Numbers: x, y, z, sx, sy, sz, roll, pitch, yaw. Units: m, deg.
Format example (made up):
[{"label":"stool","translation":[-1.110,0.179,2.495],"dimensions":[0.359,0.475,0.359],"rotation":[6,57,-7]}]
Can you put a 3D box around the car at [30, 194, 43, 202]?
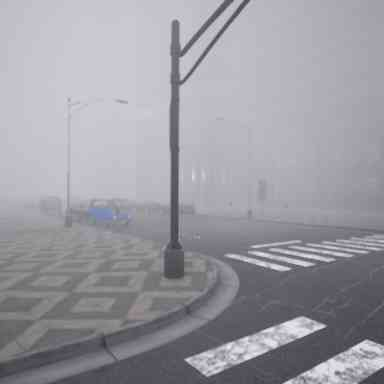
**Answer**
[{"label":"car","translation":[-39.712,1.554,84.828],"dimensions":[2.192,1.841,5.009],"rotation":[0,0,-35]}]

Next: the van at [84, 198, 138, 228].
[{"label":"van","translation":[-5.237,1.247,21.257],"dimensions":[1.690,1.788,3.998],"rotation":[0,0,-35]}]

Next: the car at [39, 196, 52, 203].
[{"label":"car","translation":[-33.331,1.636,75.806],"dimensions":[1.967,1.590,4.097],"rotation":[0,0,-35]}]

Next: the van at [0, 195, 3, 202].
[{"label":"van","translation":[-46.684,1.526,79.915],"dimensions":[1.690,1.788,3.998],"rotation":[0,0,-35]}]

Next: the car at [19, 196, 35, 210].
[{"label":"car","translation":[-21.178,1.593,43.817],"dimensions":[1.802,1.307,4.206],"rotation":[0,0,-35]}]

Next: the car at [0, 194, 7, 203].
[{"label":"car","translation":[-43.495,1.478,75.403],"dimensions":[2.192,1.841,5.009],"rotation":[0,0,-35]}]

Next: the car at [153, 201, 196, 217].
[{"label":"car","translation":[-1.429,1.525,30.692],"dimensions":[1.887,1.381,4.507],"rotation":[0,0,-35]}]

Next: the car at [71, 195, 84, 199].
[{"label":"car","translation":[-17.380,1.632,53.248],"dimensions":[1.887,1.381,4.507],"rotation":[0,0,-35]}]

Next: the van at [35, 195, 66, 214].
[{"label":"van","translation":[-14.801,1.309,34.794],"dimensions":[1.690,1.788,3.998],"rotation":[0,0,-35]}]

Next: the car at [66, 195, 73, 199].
[{"label":"car","translation":[-20.570,1.424,57.761],"dimensions":[2.192,1.841,5.009],"rotation":[0,0,-35]}]

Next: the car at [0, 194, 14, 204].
[{"label":"car","translation":[-37.021,1.644,66.240],"dimensions":[1.752,1.417,4.829],"rotation":[0,0,-35]}]

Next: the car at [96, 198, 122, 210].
[{"label":"car","translation":[-11.097,1.570,44.364],"dimensions":[1.752,1.417,4.829],"rotation":[0,0,-35]}]

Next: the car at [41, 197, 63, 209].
[{"label":"car","translation":[-19.689,1.539,46.519],"dimensions":[1.837,1.490,4.892],"rotation":[0,0,-35]}]

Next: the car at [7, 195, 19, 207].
[{"label":"car","translation":[-27.554,1.605,52.842],"dimensions":[2.008,1.369,4.403],"rotation":[0,0,-35]}]

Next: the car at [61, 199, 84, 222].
[{"label":"car","translation":[-8.425,1.471,25.769],"dimensions":[1.887,1.381,4.507],"rotation":[0,0,-35]}]

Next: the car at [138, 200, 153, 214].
[{"label":"car","translation":[-4.619,1.546,35.203],"dimensions":[1.887,1.381,4.507],"rotation":[0,0,-35]}]

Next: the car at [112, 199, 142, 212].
[{"label":"car","translation":[-7.809,1.567,39.714],"dimensions":[1.887,1.381,4.507],"rotation":[0,0,-35]}]

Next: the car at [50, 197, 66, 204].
[{"label":"car","translation":[-26.950,1.703,66.782],"dimensions":[2.008,1.369,4.403],"rotation":[0,0,-35]}]

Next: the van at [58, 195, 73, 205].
[{"label":"van","translation":[-23.760,1.471,62.272],"dimensions":[1.690,1.788,3.998],"rotation":[0,0,-35]}]
